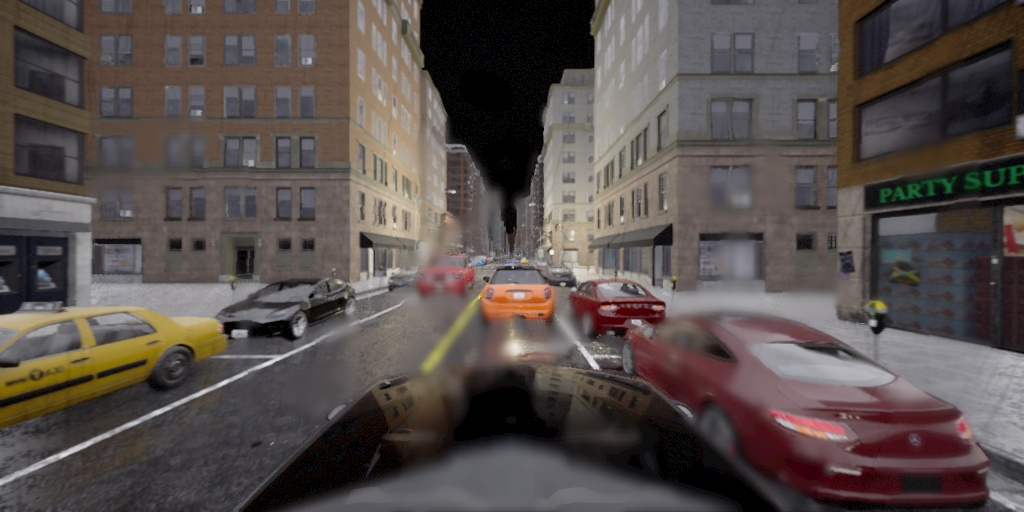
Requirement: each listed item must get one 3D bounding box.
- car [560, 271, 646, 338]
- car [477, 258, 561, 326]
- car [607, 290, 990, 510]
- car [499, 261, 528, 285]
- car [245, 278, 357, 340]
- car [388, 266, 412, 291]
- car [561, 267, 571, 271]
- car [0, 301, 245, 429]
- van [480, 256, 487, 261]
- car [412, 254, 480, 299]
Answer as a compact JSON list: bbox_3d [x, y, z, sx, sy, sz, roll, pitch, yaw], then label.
[{"bbox_3d":[2.667,1.273,9.931,1.888,1.381,4.507,0,0,0],"label":"car"},{"bbox_3d":[0.134,1.074,11.749,2.097,1.767,4.553,0,0,-2],"label":"car"},{"bbox_3d":[2.668,1.325,4.406,1.802,1.307,4.207,0,0,0],"label":"car"},{"bbox_3d":[0.096,1.158,26.358,1.882,1.535,5.008,0,0,0],"label":"car"},{"bbox_3d":[-5.859,1.294,9.910,1.948,1.339,4.313,0,0,0],"label":"car"},{"bbox_3d":[-5.860,1.247,20.957,2.007,1.370,4.403,0,0,0],"label":"car"},{"bbox_3d":[2.666,1.247,20.981,2.007,1.370,4.403,0,0,0],"label":"car"},{"bbox_3d":[-5.858,1.268,4.217,1.751,1.417,4.829,0,0,0],"label":"car"},{"bbox_3d":[-5.863,0.906,64.476,1.690,1.789,3.998,0,0,0],"label":"van"},{"bbox_3d":[-3.103,0.927,18.112,2.150,2.045,5.566,0,0,0],"label":"car"}]
